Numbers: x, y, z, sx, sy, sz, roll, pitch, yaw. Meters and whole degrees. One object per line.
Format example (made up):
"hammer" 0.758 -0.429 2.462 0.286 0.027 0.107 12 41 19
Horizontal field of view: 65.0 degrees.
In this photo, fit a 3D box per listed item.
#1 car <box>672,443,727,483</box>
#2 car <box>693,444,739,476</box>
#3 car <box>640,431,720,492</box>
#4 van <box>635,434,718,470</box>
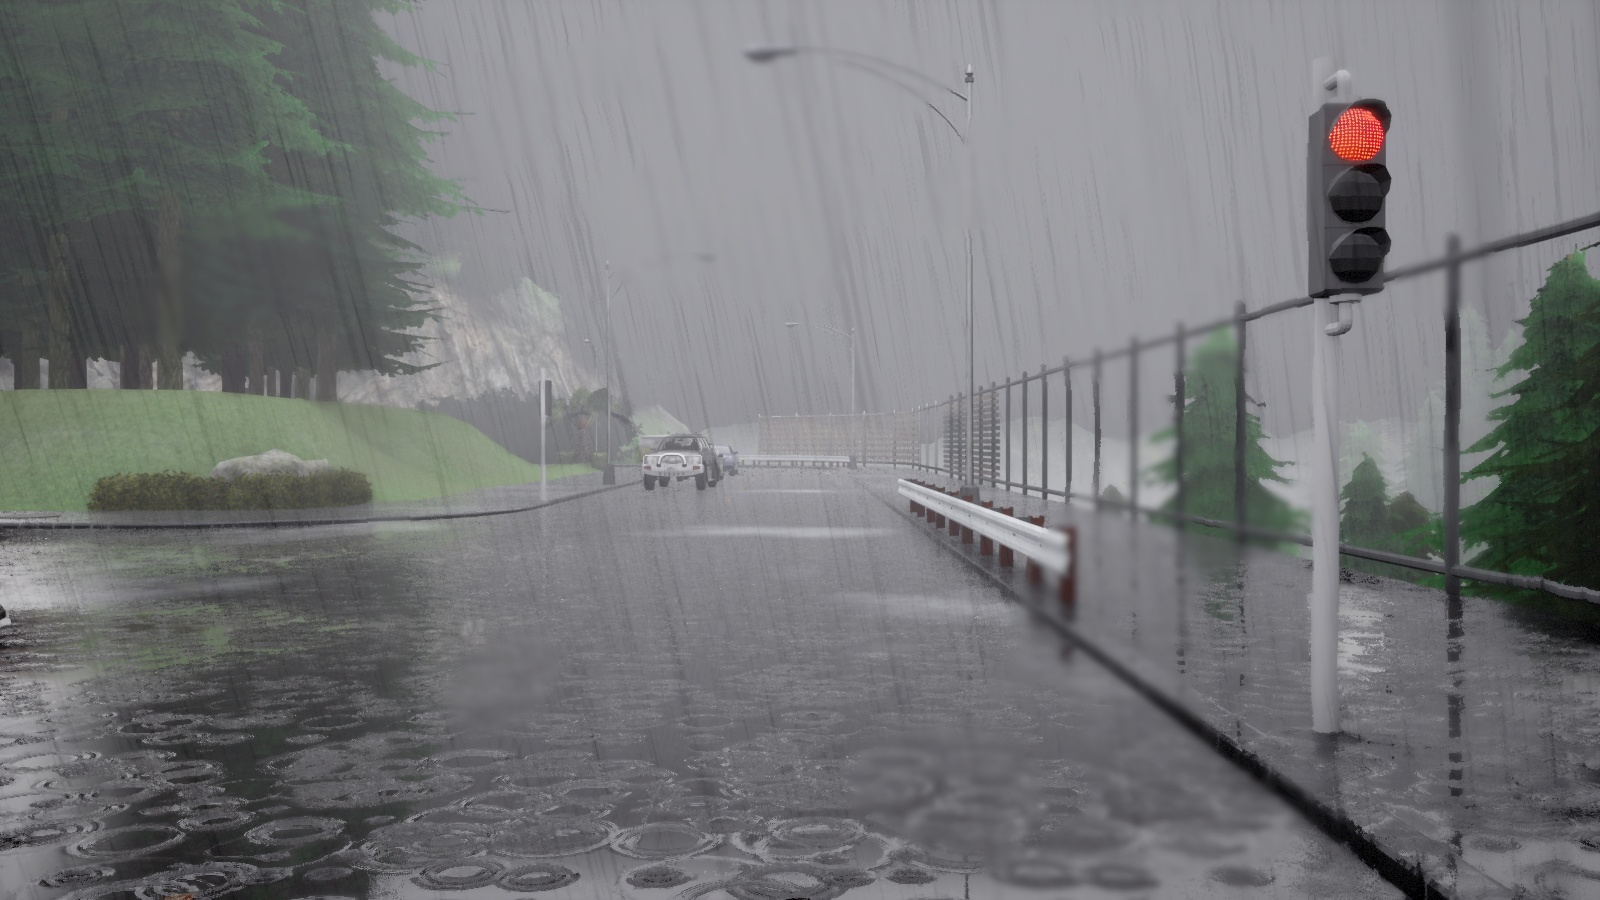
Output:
"car" -3.912 0.478 49.425 1.845 1.501 3.633 0 0 0
"car" -3.869 0.439 58.518 1.812 1.442 4.674 0 0 0
"car" -3.834 0.330 40.803 1.932 1.855 4.605 0 0 3
"van" -7.070 0.089 71.798 4.442 1.987 1.775 0 0 28
